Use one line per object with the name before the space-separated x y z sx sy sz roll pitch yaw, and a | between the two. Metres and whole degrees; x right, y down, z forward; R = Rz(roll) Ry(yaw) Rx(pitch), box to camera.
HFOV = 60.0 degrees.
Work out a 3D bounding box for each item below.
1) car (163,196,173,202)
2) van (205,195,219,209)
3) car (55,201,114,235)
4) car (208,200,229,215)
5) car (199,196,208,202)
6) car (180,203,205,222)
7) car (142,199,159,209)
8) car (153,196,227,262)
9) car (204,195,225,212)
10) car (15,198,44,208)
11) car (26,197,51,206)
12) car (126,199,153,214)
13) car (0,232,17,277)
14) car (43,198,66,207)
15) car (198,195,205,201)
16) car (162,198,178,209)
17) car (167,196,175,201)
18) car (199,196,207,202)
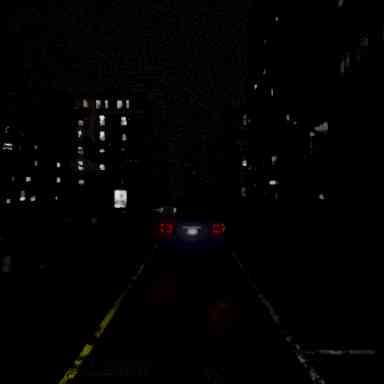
car | -5.664 1.692 78.642 1.947 1.339 4.313 0 0 0
van | 2.702 1.405 46.233 1.690 1.788 3.998 0 0 0
car | -5.690 1.462 18.599 1.967 1.590 4.097 0 0 0
car | 2.699 1.590 35.176 1.887 1.381 4.507 0 0 0
car | 2.717 1.707 78.627 1.802 1.307 4.206 0 0 0
car | 0.054 1.635 27.932 1.895 1.301 4.718 0 0 1
car | -5.678 1.646 46.237 1.802 1.307 4.206 0 0 0
car | 0.042 1.237 12.378 2.150 2.045 5.566 0 0 1
car | 2.699 1.370 40.705 2.192 1.841 5.009 0 0 0
car | -27.948 2.054 56.959 4.403 1.369 2.008 -1 1 0
car | -30.245 1.925 65.581 4.097 1.590 1.967 -1 1 0
car | -5.683 1.486 35.181 1.967 1.590 4.097 0 0 0
car | -5.694 1.559 7.543 2.008 1.369 4.403 0 0 0
car | -22.379 1.972 56.997 4.403 1.369 2.008 -1 1 0
car | 2.723 1.708 95.197 1.887 1.381 4.507 0 0 0
car | -3.028 1.629 46.277 1.994 1.385 4.181 0 0 1
car | -5.660 1.716 89.689 1.947 1.339 4.313 0 0 0
car | 2.719 1.703 84.150 1.947 1.339 4.313 0 0 0
